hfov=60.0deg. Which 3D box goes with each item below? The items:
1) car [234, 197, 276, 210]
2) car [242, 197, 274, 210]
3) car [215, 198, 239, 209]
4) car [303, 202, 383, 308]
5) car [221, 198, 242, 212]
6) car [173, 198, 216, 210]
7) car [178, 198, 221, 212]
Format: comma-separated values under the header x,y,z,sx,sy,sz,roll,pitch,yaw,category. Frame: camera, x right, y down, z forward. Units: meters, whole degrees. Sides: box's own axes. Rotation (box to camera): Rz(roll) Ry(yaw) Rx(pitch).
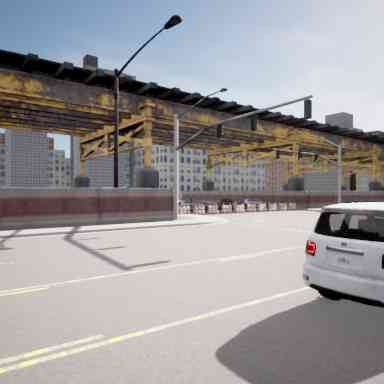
x,y,z,sx,sy,sz,roll,pitch,yaw,category
8.078,1.480,42.988,4.974,1.542,2.038,0,0,-7,car
8.027,1.323,42.981,4.536,1.218,1.853,0,0,-7,car
4.174,1.318,39.288,1.853,1.218,4.536,0,0,18,car
4.753,1.229,7.146,5.566,2.045,2.150,0,0,-35,car
4.158,1.476,39.238,2.038,1.542,4.974,0,0,18,car
0.355,1.314,36.570,4.536,1.218,1.853,0,0,8,car
0.406,1.471,36.563,4.974,1.542,2.038,0,0,8,car
